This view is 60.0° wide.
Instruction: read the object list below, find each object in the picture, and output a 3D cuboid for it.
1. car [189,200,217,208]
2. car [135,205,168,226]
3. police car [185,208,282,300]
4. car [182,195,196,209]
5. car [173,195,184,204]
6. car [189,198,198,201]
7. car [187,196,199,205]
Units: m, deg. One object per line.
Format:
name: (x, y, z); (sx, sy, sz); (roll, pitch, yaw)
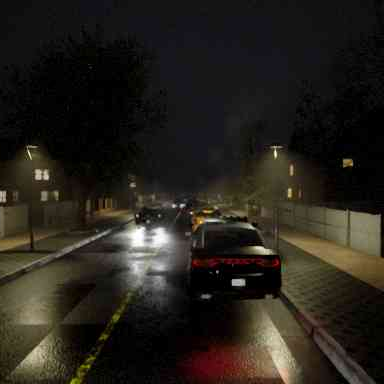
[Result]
car: (0.869, 1.456, 18.660); (1.801, 1.575, 5.366); (0, 0, 0)
car: (-2.793, 1.602, 23.537); (1.895, 1.301, 4.718); (0, 0, 0)
police car: (0.844, 1.426, 8.578); (1.930, 1.638, 5.238); (0, 0, 0)
car: (0.130, 1.485, 45.101); (2.128, 1.511, 4.902); (0, 0, 1)
car: (-2.641, 1.579, 63.713); (1.895, 1.301, 4.718); (0, 0, 1)
car: (0.884, 1.456, 24.661); (1.801, 1.575, 5.366); (0, 0, 0)
car: (0.143, 1.530, 58.457); (2.033, 1.411, 5.357); (0, 0, 0)
